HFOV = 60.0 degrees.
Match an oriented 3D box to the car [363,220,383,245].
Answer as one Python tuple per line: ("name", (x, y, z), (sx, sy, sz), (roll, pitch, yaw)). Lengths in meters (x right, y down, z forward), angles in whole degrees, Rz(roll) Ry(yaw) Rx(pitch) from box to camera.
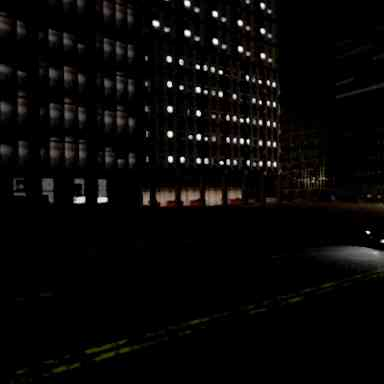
("car", (9.696, 1.552, 14.591), (5.357, 1.411, 2.033), (0, 0, -35))

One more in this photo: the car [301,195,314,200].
("car", (31.015, 1.397, 89.000), (1.752, 1.417, 4.829), (-1, 1, -34))

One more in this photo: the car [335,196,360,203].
("car", (33.464, 1.602, 70.614), (1.802, 1.307, 4.206), (-1, 1, -34))

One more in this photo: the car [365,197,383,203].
("car", (36.545, 1.616, 65.996), (1.802, 1.307, 4.206), (-1, 1, -34))

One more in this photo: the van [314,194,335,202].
("van", (30.380, 1.348, 75.230), (1.690, 1.788, 3.998), (-1, 1, -34))

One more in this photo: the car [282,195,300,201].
("car", (24.313, 1.503, 84.325), (1.752, 1.417, 4.829), (-1, 1, -34))
